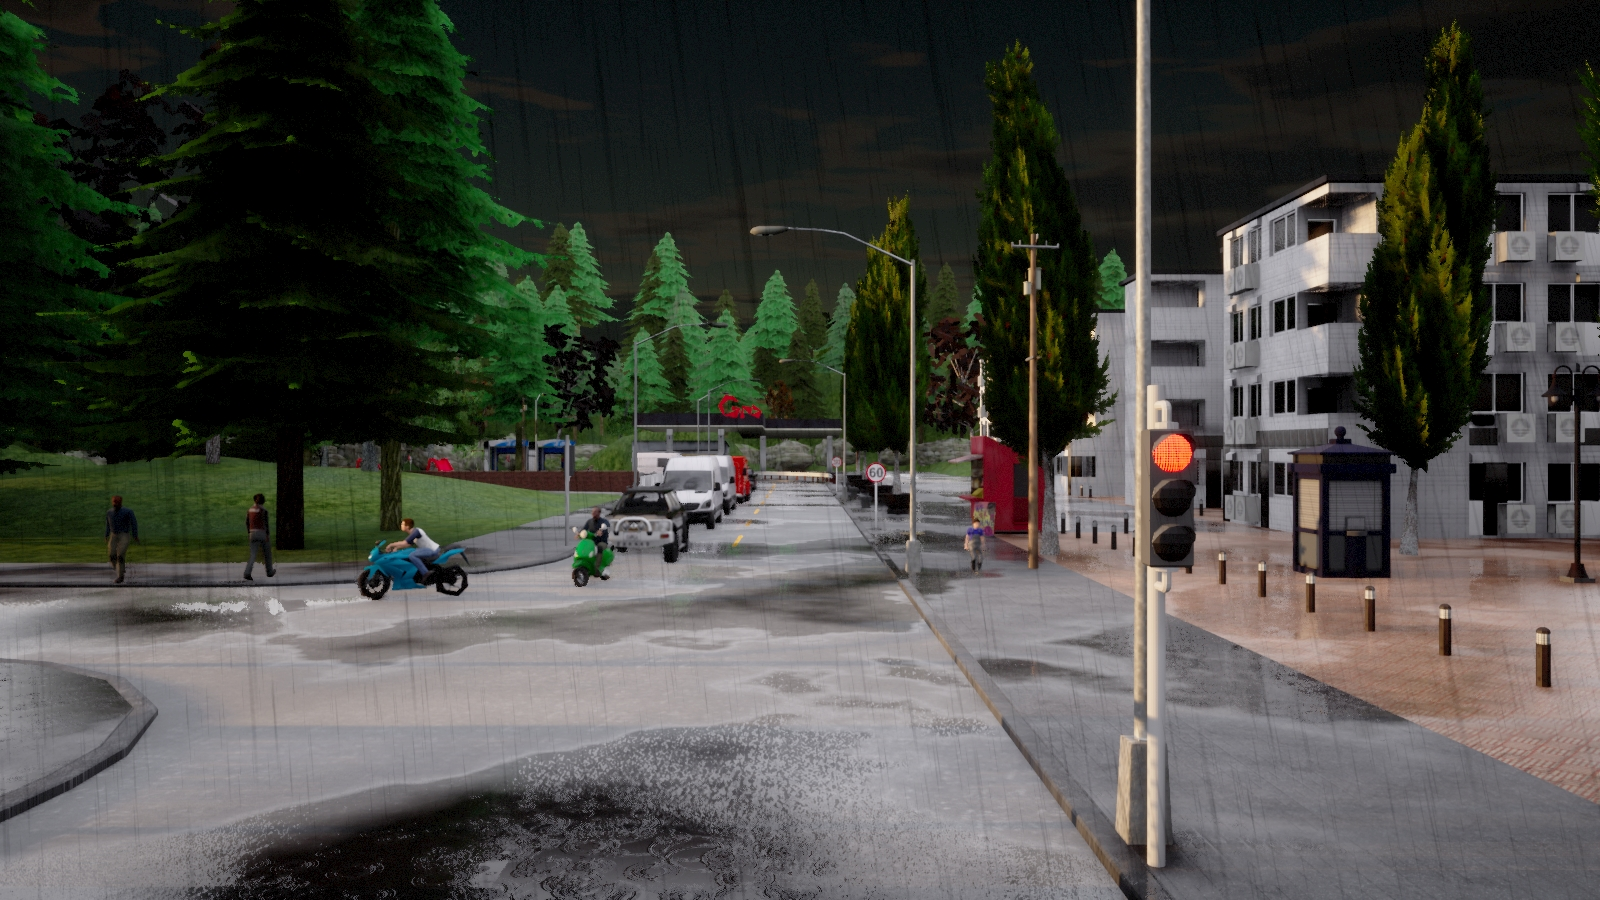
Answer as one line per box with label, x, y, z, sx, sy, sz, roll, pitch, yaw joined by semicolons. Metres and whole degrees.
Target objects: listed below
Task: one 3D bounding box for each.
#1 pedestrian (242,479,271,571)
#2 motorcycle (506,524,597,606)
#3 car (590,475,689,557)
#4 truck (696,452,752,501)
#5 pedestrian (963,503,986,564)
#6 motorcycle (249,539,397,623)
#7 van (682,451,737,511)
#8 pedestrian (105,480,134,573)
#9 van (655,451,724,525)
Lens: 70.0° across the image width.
pedestrian;-11.151;1.521;23.450;0.375;1.860;0.375;0;0;10
motorcycle;-4.291;1.958;19.853;0.856;1.236;1.805;0;0;12
car;-4.060;1.638;29.620;1.932;1.855;4.605;0;0;0
truck;-3.991;1.338;60.720;2.627;2.467;5.204;0;0;0
pedestrian;3.782;1.800;24.807;0.375;1.300;0.375;0;0;-12
motorcycle;-7.293;1.990;17.576;2.033;1.145;0.803;0;0;-18
van;-4.008;1.306;51.346;1.988;2.561;5.915;0;0;0
pedestrian;-13.800;1.534;23.174;0.375;1.860;0.375;0;0;-1
van;-4.013;1.308;42.389;1.988;2.561;5.915;0;0;0
